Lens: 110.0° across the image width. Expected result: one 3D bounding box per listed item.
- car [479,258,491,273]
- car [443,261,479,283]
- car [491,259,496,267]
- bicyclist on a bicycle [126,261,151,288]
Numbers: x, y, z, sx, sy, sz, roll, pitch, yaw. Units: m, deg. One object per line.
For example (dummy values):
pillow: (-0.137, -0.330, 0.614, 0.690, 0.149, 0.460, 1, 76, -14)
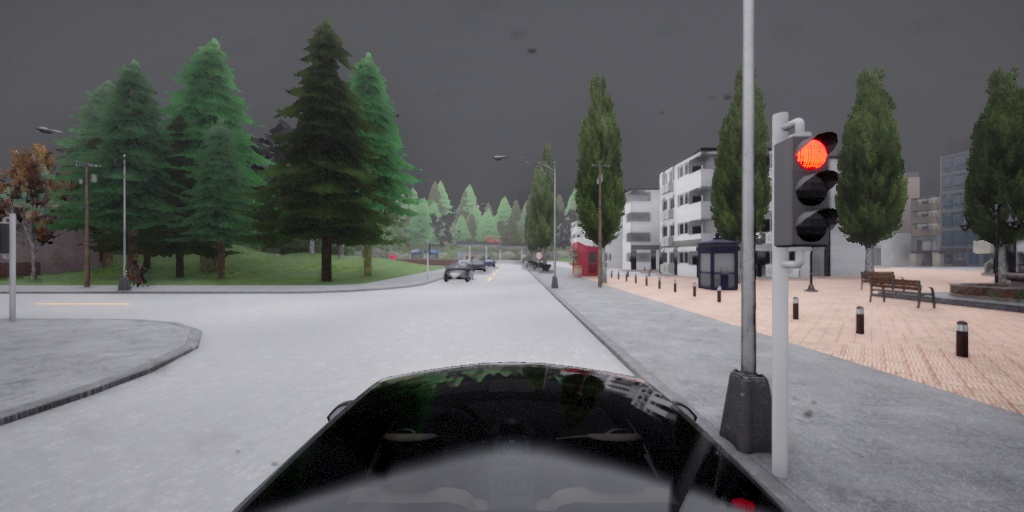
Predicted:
car: (-4.074, 1.283, 44.177, 2.033, 1.411, 5.357, 0, 0, 0)
car: (-4.087, 1.233, 28.050, 2.128, 1.511, 4.902, 0, 0, 0)
car: (-3.946, 1.212, 63.620, 1.882, 1.535, 5.008, 0, 0, 0)
bicyclist on a bicycle: (-22.136, 1.093, 21.184, 0.582, 1.620, 1.656, 0, 0, 0)
